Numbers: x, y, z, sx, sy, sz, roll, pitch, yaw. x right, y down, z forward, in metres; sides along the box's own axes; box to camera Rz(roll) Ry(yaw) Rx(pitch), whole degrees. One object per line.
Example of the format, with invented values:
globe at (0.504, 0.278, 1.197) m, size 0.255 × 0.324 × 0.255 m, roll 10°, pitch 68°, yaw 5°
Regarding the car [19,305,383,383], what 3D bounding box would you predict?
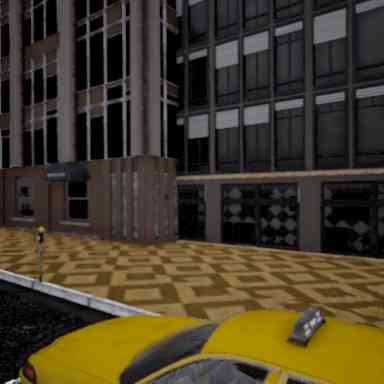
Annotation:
car at (0.571, 1.520, 2.434) m, size 4.829 × 1.417 × 1.752 m, roll 0°, pitch 0°, yaw 35°
